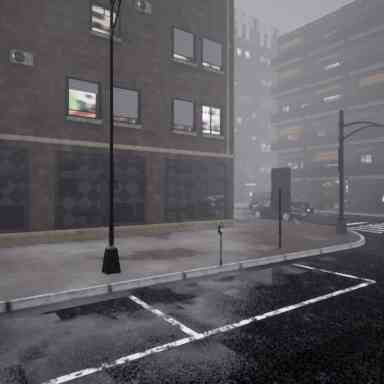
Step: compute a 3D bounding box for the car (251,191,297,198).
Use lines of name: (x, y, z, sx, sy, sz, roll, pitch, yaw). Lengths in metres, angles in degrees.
car: (7.170, 0.988, 27.322, 2.150, 2.045, 5.566, 0, 1, -36)

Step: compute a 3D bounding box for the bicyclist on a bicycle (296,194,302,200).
bicyclist on a bicycle: (11.522, 1.011, 36.196, 1.656, 1.620, 0.582, 0, 1, -36)

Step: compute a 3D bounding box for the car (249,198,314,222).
car: (6.262, 1.342, 24.181, 2.008, 1.369, 4.403, 1, 0, -36)
